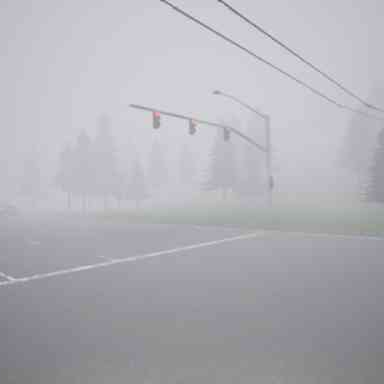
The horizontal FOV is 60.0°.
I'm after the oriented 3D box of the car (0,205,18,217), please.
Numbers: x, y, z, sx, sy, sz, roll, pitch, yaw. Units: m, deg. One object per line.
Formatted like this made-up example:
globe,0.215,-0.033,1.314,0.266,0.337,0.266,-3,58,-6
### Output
car,-26.612,2.608,47.417,4.553,1.767,2.097,-2,-1,44
